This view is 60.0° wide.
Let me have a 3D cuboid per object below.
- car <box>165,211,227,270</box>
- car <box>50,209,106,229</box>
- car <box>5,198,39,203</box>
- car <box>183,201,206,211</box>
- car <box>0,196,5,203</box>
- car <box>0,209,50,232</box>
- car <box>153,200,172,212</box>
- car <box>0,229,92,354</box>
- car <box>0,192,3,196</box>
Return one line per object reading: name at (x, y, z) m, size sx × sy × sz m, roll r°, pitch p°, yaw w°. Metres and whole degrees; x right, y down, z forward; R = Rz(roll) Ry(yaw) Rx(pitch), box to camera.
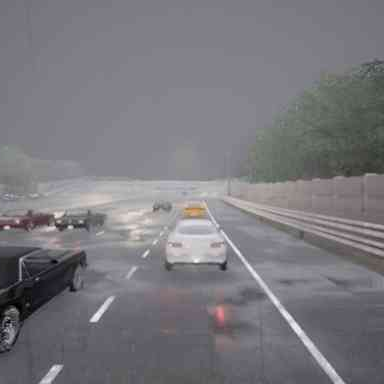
car at (0.131, 1.598, 11.222) m, size 1.812 × 1.442 × 4.674 m, roll 0°, pitch 0°, yaw 0°
car at (-6.851, 1.703, 20.993) m, size 1.895 × 1.301 × 4.718 m, roll 0°, pitch 0°, yaw 0°
car at (-20.846, 1.492, 42.211) m, size 2.033 × 1.411 × 5.357 m, roll 0°, pitch 1°, yaw 1°
car at (0.194, 1.555, 29.302) m, size 1.882 × 1.535 × 5.008 m, roll 0°, pitch 0°, yaw 0°
car at (-24.338, 1.535, 43.041) m, size 1.895 × 1.301 × 4.718 m, roll 0°, pitch 1°, yaw 1°
car at (-10.352, 1.703, 20.863) m, size 1.895 × 1.301 × 4.718 m, roll 0°, pitch 0°, yaw 0°
car at (-3.343, 1.596, 38.587) m, size 1.895 × 1.301 × 4.718 m, roll 0°, pitch 1°, yaw 0°
car at (-3.496, 1.641, 6.107) m, size 1.895 × 1.301 × 4.718 m, roll 0°, pitch 0°, yaw 0°
car at (-31.237, 1.043, 51.167) m, size 2.150 × 2.045 × 5.566 m, roll 0°, pitch 2°, yaw 1°
